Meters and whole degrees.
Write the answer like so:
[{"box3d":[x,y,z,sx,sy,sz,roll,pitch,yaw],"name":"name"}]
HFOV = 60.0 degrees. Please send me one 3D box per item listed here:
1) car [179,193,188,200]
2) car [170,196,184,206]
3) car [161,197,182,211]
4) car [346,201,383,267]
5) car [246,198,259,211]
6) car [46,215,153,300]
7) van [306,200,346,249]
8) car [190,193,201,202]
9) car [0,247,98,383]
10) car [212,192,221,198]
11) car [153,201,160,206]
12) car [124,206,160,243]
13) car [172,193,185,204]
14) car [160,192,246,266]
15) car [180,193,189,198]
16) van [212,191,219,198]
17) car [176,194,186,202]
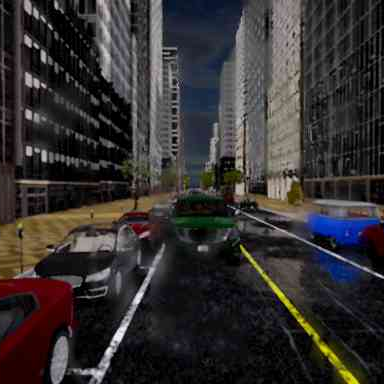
[{"box3d":[-2.001,1.017,76.342,1.947,1.339,4.313,-1,0,0],"name":"car"},{"box3d":[-2.128,1.239,47.924,1.802,1.307,4.206,-1,0,0],"name":"car"},{"box3d":[-2.179,1.289,36.557,2.008,1.369,4.403,-1,0,0],"name":"car"},{"box3d":[6.071,1.257,8.101,2.192,1.841,5.009,-1,0,0],"name":"car"},{"box3d":[6.202,1.290,36.519,2.008,1.369,4.403,-1,0,0],"name":"car"},{"box3d":[-2.307,1.492,8.140,2.008,1.369,4.403,-1,0,0],"name":"car"},{"box3d":[6.097,1.243,13.784,1.690,1.788,3.998,-1,0,0],"name":"van"},{"box3d":[0.635,1.042,62.673,2.128,1.511,4.902,0,0,0],"name":"car"},{"box3d":[-2.332,1.526,2.457,1.887,1.381,4.507,-1,0,0],"name":"car"},{"box3d":[6.430,0.809,87.670,1.967,1.590,4.097,-1,0,0],"name":"car"},{"box3d":[-2.230,1.370,25.191,2.008,1.369,4.403,-1,0,0],"name":"car"},{"box3d":[-2.281,1.483,13.824,1.802,1.307,4.206,-1,0,0],"name":"car"},{"box3d":[-2.103,1.056,53.607,1.967,1.590,4.097,-1,0,0],"name":"car"},{"box3d":[0.307,1.140,11.587,2.150,2.045,5.566,0,0,0],"name":"car"},{"box3d":[-1.949,0.919,87.708,2.008,1.369,4.403,-1,0,0],"name":"car"},{"box3d":[6.454,0.668,93.352,1.690,1.788,3.998,-1,0,0],"name":"van"},{"box3d":[-2.052,1.060,64.805,1.752,1.417,4.829,-1,0,0],"name":"car"}]
